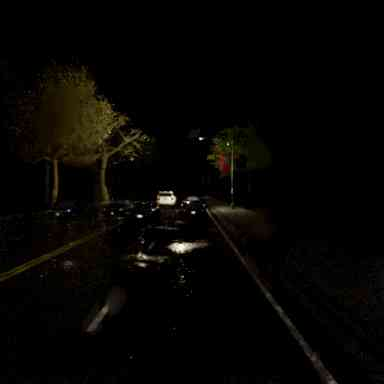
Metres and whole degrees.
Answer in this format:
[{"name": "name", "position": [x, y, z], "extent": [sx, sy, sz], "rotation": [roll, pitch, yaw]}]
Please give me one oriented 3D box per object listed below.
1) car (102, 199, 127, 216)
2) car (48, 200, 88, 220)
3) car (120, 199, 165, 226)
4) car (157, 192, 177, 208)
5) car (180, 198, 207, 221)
[{"name": "car", "position": [-6.509, 1.354, 29.870], "extent": [2.033, 1.411, 5.357], "rotation": [0, 0, 0]}, {"name": "car", "position": [-9.792, 1.352, 26.630], "extent": [1.812, 1.442, 4.674], "rotation": [0, 0, 1]}, {"name": "car", "position": [-3.147, 1.420, 22.049], "extent": [1.994, 1.385, 4.181], "rotation": [0, 0, 0]}, {"name": "car", "position": [-3.156, 0.958, 41.506], "extent": [2.150, 2.045, 5.566], "rotation": [0, 0, 0]}, {"name": "car", "position": [0.102, 1.399, 25.236], "extent": [1.994, 1.385, 4.181], "rotation": [0, 0, 0]}]
